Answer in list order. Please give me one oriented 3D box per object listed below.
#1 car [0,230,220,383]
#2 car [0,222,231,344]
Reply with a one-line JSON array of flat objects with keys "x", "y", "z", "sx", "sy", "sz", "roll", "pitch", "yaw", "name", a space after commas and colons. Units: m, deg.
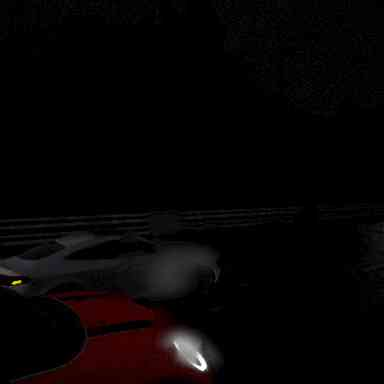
[{"x": -1.991, "y": 1.352, "z": 2.326, "sx": 4.553, "sy": 1.767, "sz": 2.097, "roll": 0, "pitch": 0, "yaw": -35, "name": "car"}, {"x": -1.550, "y": 1.527, "z": 6.938, "sx": 4.674, "sy": 1.442, "sz": 1.812, "roll": 0, "pitch": 0, "yaw": -35, "name": "car"}]
